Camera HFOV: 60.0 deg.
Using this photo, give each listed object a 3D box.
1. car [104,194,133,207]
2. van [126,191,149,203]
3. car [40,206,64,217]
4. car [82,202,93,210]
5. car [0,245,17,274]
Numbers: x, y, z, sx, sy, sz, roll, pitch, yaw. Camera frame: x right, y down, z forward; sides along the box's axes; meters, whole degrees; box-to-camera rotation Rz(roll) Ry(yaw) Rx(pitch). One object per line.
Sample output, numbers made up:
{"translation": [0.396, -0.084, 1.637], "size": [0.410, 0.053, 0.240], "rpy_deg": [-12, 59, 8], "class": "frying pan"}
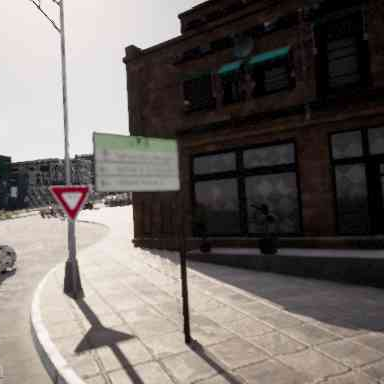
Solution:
{"translation": [-13.360, 1.741, 60.133], "size": [4.892, 1.521, 2.231], "rpy_deg": [-4, 2, -7], "class": "car"}
{"translation": [-11.204, 0.977, 69.024], "size": [4.442, 1.987, 1.878], "rpy_deg": [-4, 2, -7], "class": "van"}
{"translation": [-20.017, 2.745, 47.751], "size": [2.128, 1.511, 4.902], "rpy_deg": [-3, 1, 1], "class": "car"}
{"translation": [-18.934, 2.355, 57.968], "size": [1.994, 1.385, 4.181], "rpy_deg": [-4, 2, 13], "class": "car"}
{"translation": [-6.357, 1.979, 8.990], "size": [2.033, 1.411, 5.357], "rpy_deg": [-4, 1, -15], "class": "car"}
